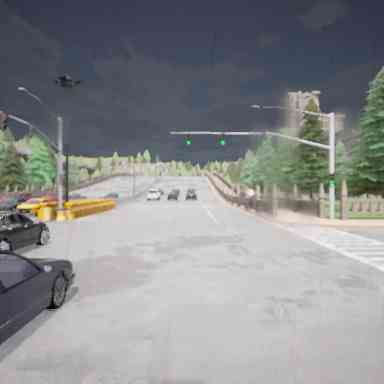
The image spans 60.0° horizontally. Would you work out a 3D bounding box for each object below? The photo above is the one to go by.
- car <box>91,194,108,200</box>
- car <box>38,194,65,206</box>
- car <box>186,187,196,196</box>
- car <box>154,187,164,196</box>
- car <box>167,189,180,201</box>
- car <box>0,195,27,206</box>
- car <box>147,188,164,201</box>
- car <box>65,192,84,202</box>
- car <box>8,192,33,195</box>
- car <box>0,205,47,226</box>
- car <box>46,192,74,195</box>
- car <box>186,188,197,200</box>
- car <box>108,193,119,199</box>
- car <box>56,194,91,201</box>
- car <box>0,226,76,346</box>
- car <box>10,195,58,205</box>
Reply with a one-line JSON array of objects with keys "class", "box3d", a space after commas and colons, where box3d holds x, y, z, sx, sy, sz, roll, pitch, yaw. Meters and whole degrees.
[{"class": "car", "box3d": [-14.073, 1.280, 48.491, 1.812, 1.442, 4.674, 0, 1, 0]}, {"class": "car", "box3d": [-21.046, 1.204, 50.119, 1.882, 1.535, 5.008, 0, 1, 0]}, {"class": "car", "box3d": [-0.159, -0.123, 72.376, 2.033, 1.411, 5.357, 0, 7, 0]}, {"class": "car", "box3d": [-7.162, -0.118, 72.789, 1.895, 1.301, 4.718, 0, 7, 0]}, {"class": "car", "box3d": [-3.603, 0.725, 62.065, 1.837, 1.490, 4.892, 0, 4, 0]}, {"class": "car", "box3d": [-17.596, 1.348, 32.747, 1.837, 1.490, 4.892, 0, 0, 0]}, {"class": "car", "box3d": [-7.103, 0.432, 62.164, 2.150, 2.045, 5.566, 0, 4, 0]}, {"class": "car", "box3d": [-21.092, 0.904, 60.050, 1.994, 1.385, 4.181, 0, 3, 0]}, {"class": "car", "box3d": [-21.083, 1.029, 40.166, 2.150, 2.045, 5.566, 0, 0, 0]}, {"class": "car", "box3d": [-6.898, 1.447, 12.002, 1.837, 1.490, 4.892, 0, 0, 0]}, {"class": "car", "box3d": [-17.582, 1.018, 42.608, 2.150, 2.045, 5.566, 0, 0, 0]}, {"class": "car", "box3d": [-0.104, 0.555, 62.318, 2.097, 1.767, 4.553, 0, 4, 0]}, {"class": "car", "box3d": [-14.091, 0.929, 58.532, 1.837, 1.490, 4.892, 0, 3, 0]}, {"class": "car", "box3d": [-14.092, 1.302, 39.528, 2.128, 1.511, 4.902, 0, 0, 0]}, {"class": "car", "box3d": [-3.400, 1.525, 4.667, 2.033, 1.411, 5.357, 0, 0, 0]}, {"class": "car", "box3d": [-14.070, 1.333, 30.283, 1.882, 1.535, 5.008, 0, 0, -1]}]
